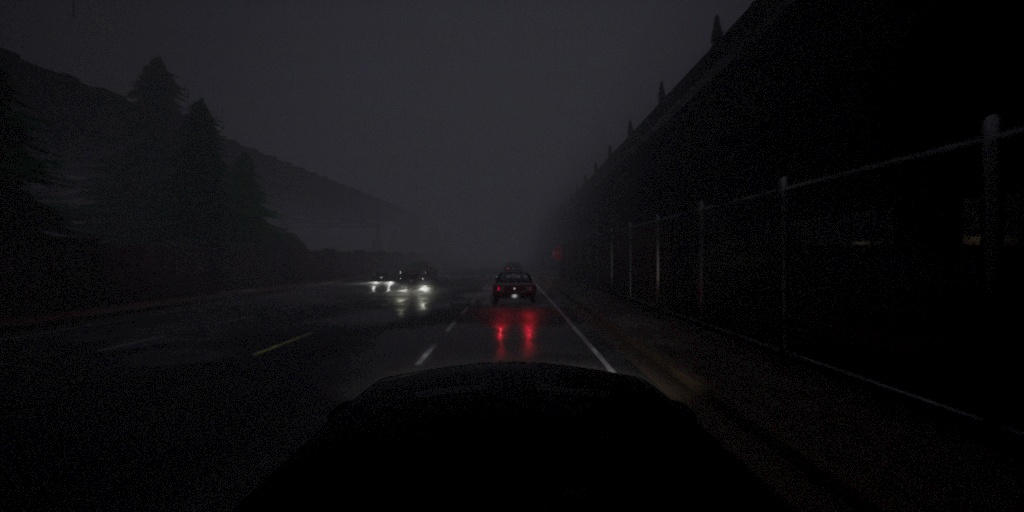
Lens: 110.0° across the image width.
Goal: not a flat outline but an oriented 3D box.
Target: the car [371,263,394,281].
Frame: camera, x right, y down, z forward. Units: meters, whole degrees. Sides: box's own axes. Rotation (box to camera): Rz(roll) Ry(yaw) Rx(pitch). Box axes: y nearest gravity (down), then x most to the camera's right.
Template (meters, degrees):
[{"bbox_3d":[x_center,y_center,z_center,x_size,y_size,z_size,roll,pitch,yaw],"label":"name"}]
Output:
[{"bbox_3d":[-10.523,1.361,31.581,2.033,1.411,5.357,0,0,0],"label":"car"}]

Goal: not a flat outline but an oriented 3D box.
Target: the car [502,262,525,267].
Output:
[{"bbox_3d":[0.113,1.321,33.543,1.837,1.490,4.892,0,-1,0],"label":"car"}]

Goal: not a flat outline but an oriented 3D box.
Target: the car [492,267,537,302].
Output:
[{"bbox_3d":[0.106,1.385,17.061,1.895,1.301,4.718,0,0,0],"label":"car"}]

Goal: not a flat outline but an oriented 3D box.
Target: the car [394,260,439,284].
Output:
[{"bbox_3d":[-7.056,1.156,27.395,2.097,1.767,4.553,0,0,0],"label":"car"}]
